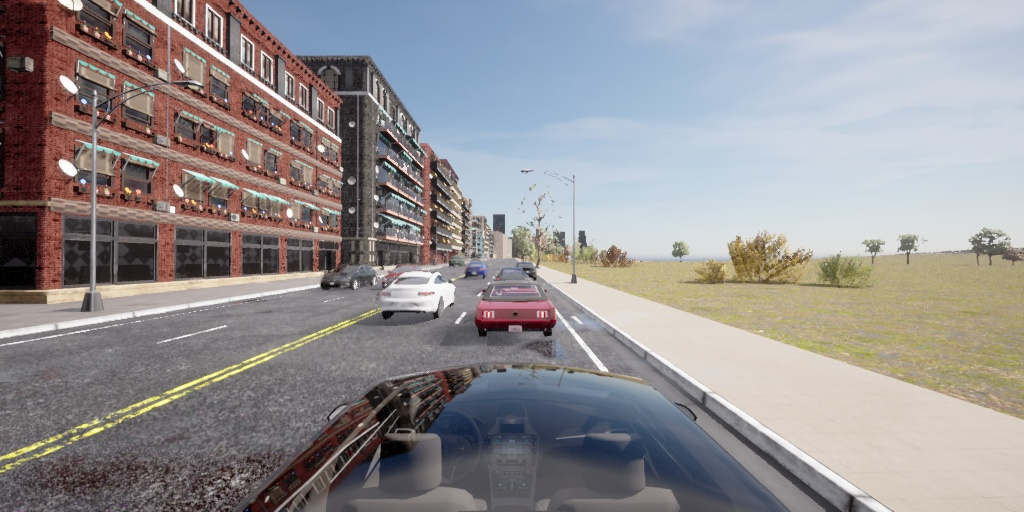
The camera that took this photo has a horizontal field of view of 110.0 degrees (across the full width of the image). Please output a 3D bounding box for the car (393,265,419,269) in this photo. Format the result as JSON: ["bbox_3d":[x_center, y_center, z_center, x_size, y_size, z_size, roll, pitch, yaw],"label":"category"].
[{"bbox_3d":[-6.658,1.279,22.599,1.812,1.442,4.674,0,0,0],"label":"car"}]

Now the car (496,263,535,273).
[{"bbox_3d":[0.040,1.317,20.341,1.994,1.385,4.181,0,0,0],"label":"car"}]

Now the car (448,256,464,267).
[{"bbox_3d":[-9.971,0.971,64.558,2.150,2.045,5.566,0,0,0],"label":"car"}]

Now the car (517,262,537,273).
[{"bbox_3d":[1.059,1.259,30.335,1.837,1.490,4.892,0,0,0],"label":"car"}]

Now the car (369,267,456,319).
[{"bbox_3d":[-3.182,1.278,12.756,1.812,1.442,4.674,0,0,0],"label":"car"}]

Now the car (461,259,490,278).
[{"bbox_3d":[-3.238,1.279,33.180,1.812,1.442,4.674,0,0,0],"label":"car"}]

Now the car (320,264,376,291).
[{"bbox_3d":[-9.907,1.258,22.147,1.837,1.490,4.892,0,0,0],"label":"car"}]

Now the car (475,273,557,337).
[{"bbox_3d":[0.077,1.352,10.311,1.895,1.301,4.718,0,0,0],"label":"car"}]
